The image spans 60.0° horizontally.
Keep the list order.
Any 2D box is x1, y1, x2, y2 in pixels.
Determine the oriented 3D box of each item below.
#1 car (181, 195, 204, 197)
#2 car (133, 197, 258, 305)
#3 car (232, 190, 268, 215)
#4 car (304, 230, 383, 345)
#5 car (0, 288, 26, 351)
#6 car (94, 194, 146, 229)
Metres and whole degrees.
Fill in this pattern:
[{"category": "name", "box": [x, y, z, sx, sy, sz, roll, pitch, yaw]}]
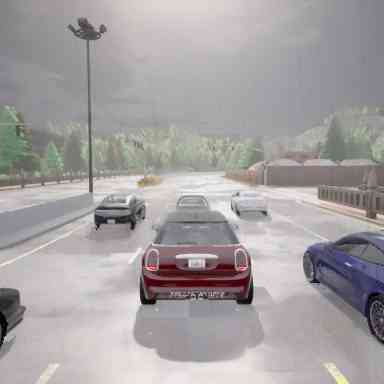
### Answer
[{"category": "car", "box": [0.034, 0.861, 17.332, 2.033, 1.411, 5.357, 0, 4, 0]}, {"category": "car", "box": [0.077, 1.192, 7.950, 2.097, 1.767, 4.553, 0, 2, 0]}, {"category": "car", "box": [3.552, 0.584, 21.066, 1.812, 1.442, 4.674, 0, 4, 1]}, {"category": "car", "box": [3.585, 1.428, 6.050, 1.812, 1.442, 4.674, 0, 2, 0]}, {"category": "car", "box": [-3.405, 1.527, 2.497, 2.033, 1.411, 5.357, 0, 1, 0]}, {"category": "car", "box": [-3.464, 0.856, 16.625, 2.128, 1.511, 4.902, 0, 4, 0]}]
